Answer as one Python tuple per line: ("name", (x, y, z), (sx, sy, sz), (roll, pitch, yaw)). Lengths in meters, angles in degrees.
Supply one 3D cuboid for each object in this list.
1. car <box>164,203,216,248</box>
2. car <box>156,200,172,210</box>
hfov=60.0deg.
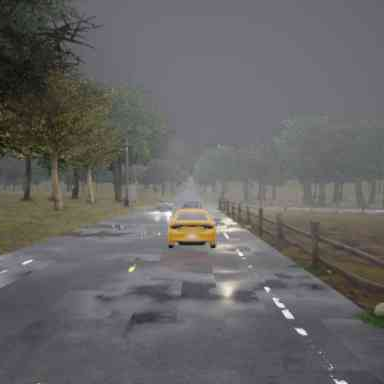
("car", (0.001, 1.476, 14.662), (1.882, 1.535, 5.008), (0, 0, 0))
("car", (-3.499, 1.634, 42.652), (1.895, 1.301, 4.718), (0, 0, 0))
